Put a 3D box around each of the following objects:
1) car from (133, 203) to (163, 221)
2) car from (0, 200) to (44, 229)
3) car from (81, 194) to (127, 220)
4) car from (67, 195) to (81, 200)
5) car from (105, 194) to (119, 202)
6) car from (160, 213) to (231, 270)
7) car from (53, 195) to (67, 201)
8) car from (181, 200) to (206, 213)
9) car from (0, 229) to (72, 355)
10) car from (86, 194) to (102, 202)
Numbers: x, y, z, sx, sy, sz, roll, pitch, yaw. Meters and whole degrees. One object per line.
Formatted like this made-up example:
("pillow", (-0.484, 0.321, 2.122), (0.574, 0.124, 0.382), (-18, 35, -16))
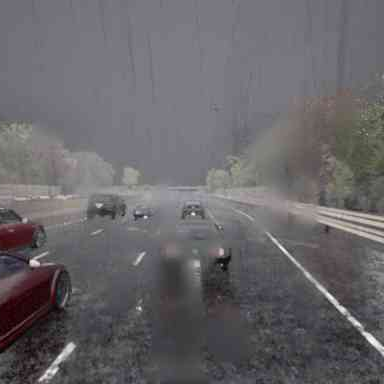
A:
("car", (-3.398, 1.539, 26.676), (1.895, 1.301, 4.718), (0, 0, 0))
("car", (-6.903, 1.323, 11.439), (2.097, 1.767, 4.553), (0, 0, 0))
("car", (-6.897, 1.159, 27.322), (2.150, 2.045, 5.566), (0, 0, 0))
("car", (-24.488, 1.273, 71.423), (1.812, 1.442, 4.674), (0, 0, 0))
("car", (-17.487, 1.324, 72.896), (1.882, 1.535, 5.008), (0, 0, 0))
("car", (0.098, 1.573, 10.835), (1.895, 1.301, 4.718), (0, 0, 0))
("car", (-27.988, 1.309, 71.009), (1.812, 1.442, 4.674), (0, 0, 0))
("car", (0.102, 1.440, 28.305), (1.837, 1.490, 4.892), (0, 0, 0))
("car", (-3.416, 1.552, 5.031), (1.994, 1.385, 4.181), (0, 0, 0))
("car", (-20.988, 1.227, 71.423), (1.882, 1.535, 5.008), (0, 0, 0))
